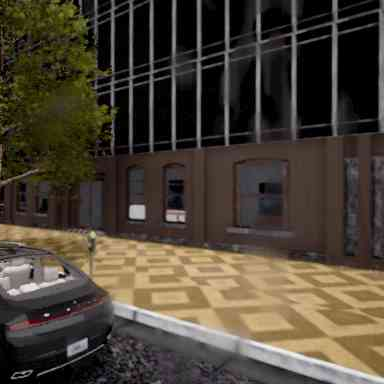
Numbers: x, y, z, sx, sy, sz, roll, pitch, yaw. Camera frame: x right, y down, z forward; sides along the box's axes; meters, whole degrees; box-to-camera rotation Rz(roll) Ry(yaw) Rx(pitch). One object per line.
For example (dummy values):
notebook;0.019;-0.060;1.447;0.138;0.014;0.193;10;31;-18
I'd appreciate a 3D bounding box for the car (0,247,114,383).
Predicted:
car;-3.081;1.523;5.062;4.403;1.369;2.008;0;0;35
